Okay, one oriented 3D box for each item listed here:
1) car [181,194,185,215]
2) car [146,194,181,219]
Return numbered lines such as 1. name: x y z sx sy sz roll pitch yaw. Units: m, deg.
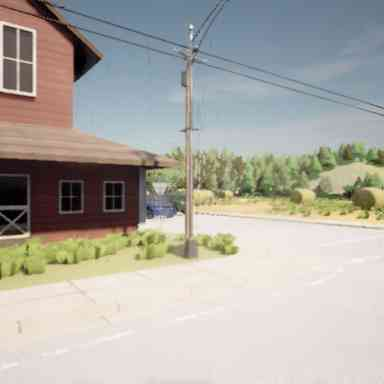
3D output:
1. car: -2.354 1.199 33.248 2.150 2.045 5.566 0 0 -36
2. car: -3.596 1.197 28.693 2.150 2.045 5.566 0 0 -36
